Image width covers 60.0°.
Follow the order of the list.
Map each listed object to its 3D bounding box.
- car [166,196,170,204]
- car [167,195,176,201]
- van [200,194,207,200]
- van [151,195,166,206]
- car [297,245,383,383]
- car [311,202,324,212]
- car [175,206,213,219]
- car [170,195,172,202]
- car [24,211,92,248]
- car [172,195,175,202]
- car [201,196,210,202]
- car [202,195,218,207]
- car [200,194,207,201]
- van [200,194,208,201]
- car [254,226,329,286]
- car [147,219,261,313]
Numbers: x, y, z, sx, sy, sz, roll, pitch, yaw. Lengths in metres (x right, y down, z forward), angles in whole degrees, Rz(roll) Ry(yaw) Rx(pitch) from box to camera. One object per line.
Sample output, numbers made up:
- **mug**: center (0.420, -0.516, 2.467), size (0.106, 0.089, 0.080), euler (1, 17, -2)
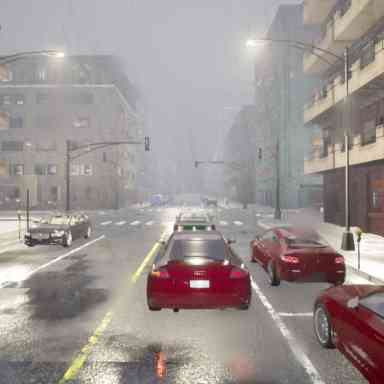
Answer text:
- **car**: center (-5.460, 1.574, 58.506), size (1.947, 1.339, 4.313), euler (1, 0, 0)
- **car**: center (-5.271, 1.554, 86.858), size (1.887, 1.381, 4.507), euler (1, 0, 0)
- **van**: center (3.150, 1.349, 92.448), size (1.690, 1.788, 3.998), euler (1, 0, 0)
- **van**: center (-5.570, 1.349, 52.843), size (1.690, 1.788, 3.998), euler (1, 0, 0)
- **car**: center (2.669, 1.583, 3.386), size (1.802, 1.307, 4.206), euler (1, 0, 0)
- **car**: center (15.558, 1.518, 36.948), size (4.507, 1.381, 1.887), euler (0, -1, 1)
- **car**: center (0.107, 1.604, 16.597), size (1.895, 1.301, 4.718), euler (0, 0, 0)
- **car**: center (-5.421, 1.448, 64.176), size (1.967, 1.590, 4.097), euler (1, 0, 0)
- **car**: center (-5.766, 1.554, 14.798), size (2.008, 1.369, 4.403), euler (1, 0, 0)
- **car**: center (-5.347, 1.575, 75.518), size (1.947, 1.339, 4.313), euler (1, 0, 0)
- **car**: center (3.033, 1.590, 75.437), size (1.802, 1.307, 4.206), euler (1, 0, 0)
- **car**: center (2.978, 1.558, 51.179), size (2.008, 1.369, 4.403), euler (1, 0, 0)
- **car**: center (2.995, 1.558, 69.767), size (2.008, 1.369, 4.403), euler (1, 0, 0)
- **van**: center (3.112, 1.349, 86.777), size (1.690, 1.788, 3.998), euler (1, 0, 0)
- **car**: center (2.670, 1.584, 9.057), size (1.802, 1.307, 4.206), euler (1, 0, 0)
- **car**: center (0.108, 1.566, 7.779), size (1.994, 1.385, 4.181), euler (0, 0, -1)
